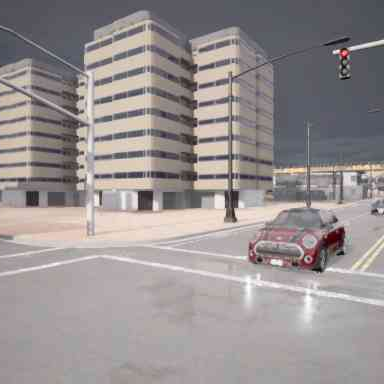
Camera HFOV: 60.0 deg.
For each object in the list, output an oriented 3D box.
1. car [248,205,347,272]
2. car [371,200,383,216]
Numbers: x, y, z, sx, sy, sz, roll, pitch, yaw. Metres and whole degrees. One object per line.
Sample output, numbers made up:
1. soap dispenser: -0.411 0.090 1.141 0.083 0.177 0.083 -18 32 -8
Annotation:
1. car: 3.616 1.345 10.985 2.097 1.767 4.553 0 0 35
2. car: 18.497 1.494 32.012 2.128 1.511 4.902 0 0 35
